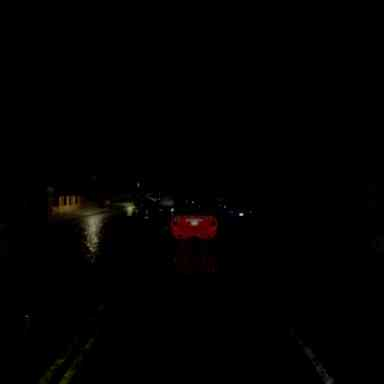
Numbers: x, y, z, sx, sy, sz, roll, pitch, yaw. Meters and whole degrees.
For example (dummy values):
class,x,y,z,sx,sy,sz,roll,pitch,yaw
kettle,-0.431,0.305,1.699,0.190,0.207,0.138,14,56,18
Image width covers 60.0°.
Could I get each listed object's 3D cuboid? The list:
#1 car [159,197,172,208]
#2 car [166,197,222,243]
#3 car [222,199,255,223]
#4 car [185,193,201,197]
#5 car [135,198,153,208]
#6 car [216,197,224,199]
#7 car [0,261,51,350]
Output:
class,x,y,z,sx,sy,sz,roll,pitch,yaw
car,-3.341,1.384,45.106,1.812,1.442,4.674,0,0,0
car,0.099,1.305,15.917,2.097,1.767,4.553,0,0,0
car,3.347,1.491,24.602,1.994,1.385,4.181,0,0,0
car,0.097,1.111,35.988,2.150,2.045,5.566,0,0,0
car,-6.594,1.458,45.514,1.895,1.301,4.718,0,0,0
car,3.331,1.395,42.093,1.812,1.442,4.674,0,0,0
car,-3.351,1.537,3.456,2.033,1.411,5.357,0,0,0
